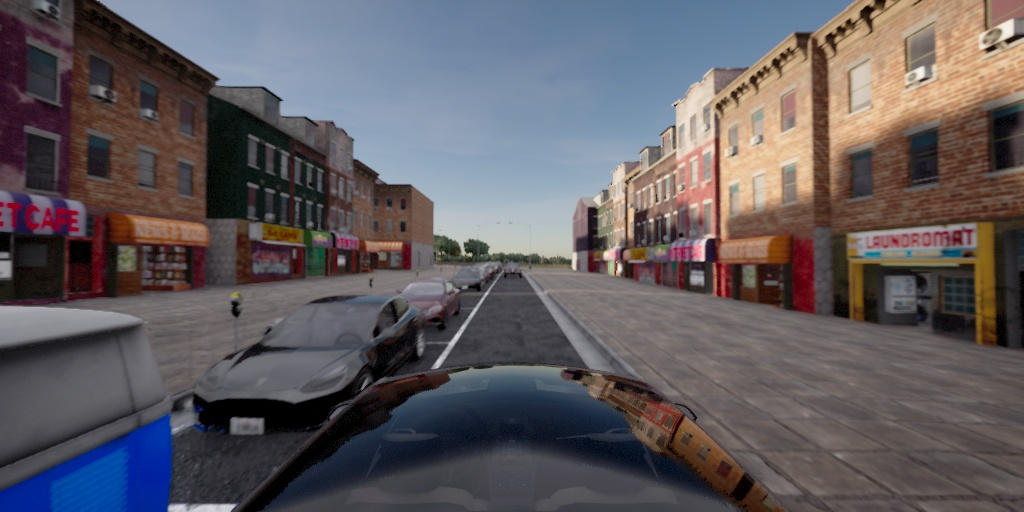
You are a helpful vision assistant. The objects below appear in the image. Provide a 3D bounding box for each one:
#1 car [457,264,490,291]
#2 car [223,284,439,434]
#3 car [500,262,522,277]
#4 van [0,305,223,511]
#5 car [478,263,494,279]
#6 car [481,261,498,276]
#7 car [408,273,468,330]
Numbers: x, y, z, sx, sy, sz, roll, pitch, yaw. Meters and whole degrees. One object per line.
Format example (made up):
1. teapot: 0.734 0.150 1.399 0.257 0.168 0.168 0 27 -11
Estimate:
1. car: -2.643 1.384 22.369 1.948 1.339 4.313 0 0 0
2. car: -2.638 1.333 5.751 1.948 1.339 4.313 0 0 0
3. car: 0.091 1.448 37.058 2.033 1.411 5.357 0 0 0
4. van: -2.636 1.082 0.204 1.690 1.789 3.998 0 0 0
5. car: -2.645 1.427 27.908 1.802 1.307 4.207 0 0 0
6. car: -2.647 1.317 33.447 1.967 1.591 4.097 0 0 0
7. car: -2.640 1.365 11.293 1.802 1.307 4.207 0 0 0
